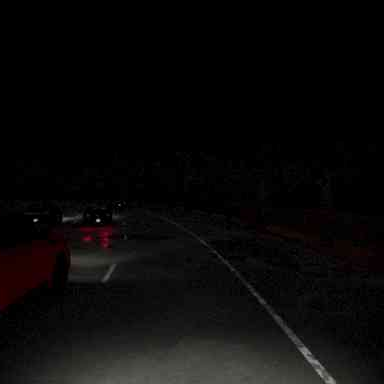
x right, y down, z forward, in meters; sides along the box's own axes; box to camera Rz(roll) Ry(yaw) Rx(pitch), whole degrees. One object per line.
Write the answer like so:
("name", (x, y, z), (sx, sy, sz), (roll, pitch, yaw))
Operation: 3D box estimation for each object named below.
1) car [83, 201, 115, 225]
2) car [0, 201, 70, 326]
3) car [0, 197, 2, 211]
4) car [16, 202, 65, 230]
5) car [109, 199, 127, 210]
("car", (-6.862, 1.601, 24.391), (1.895, 1.301, 4.718), (0, 0, -15))
("car", (-3.765, 1.223, 5.334), (2.150, 2.045, 5.566), (0, 0, -3))
("car", (-24.269, 1.477, 40.436), (1.882, 1.535, 5.008), (0, 0, -28))
("car", (-10.002, 1.493, 22.415), (2.128, 1.511, 4.902), (0, 0, -14))
("car", (-9.718, 1.563, 42.730), (1.994, 1.385, 4.181), (0, 0, -24))
